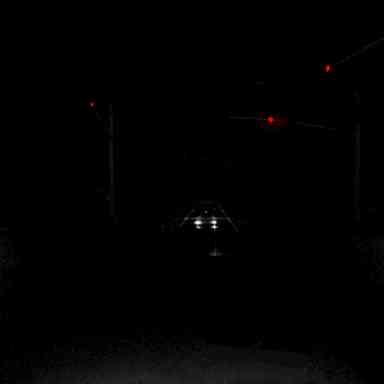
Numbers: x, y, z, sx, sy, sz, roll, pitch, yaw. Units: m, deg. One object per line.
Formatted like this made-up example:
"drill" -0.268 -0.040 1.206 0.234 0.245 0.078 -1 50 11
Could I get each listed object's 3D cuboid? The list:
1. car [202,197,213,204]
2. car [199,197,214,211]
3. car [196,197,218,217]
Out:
"car" 2.845 1.566 61.649 1.895 1.301 4.718 0 0 3
"car" 1.841 1.466 41.964 1.837 1.490 4.892 0 1 3
"car" 1.353 1.491 31.549 1.812 1.442 4.674 0 0 3
